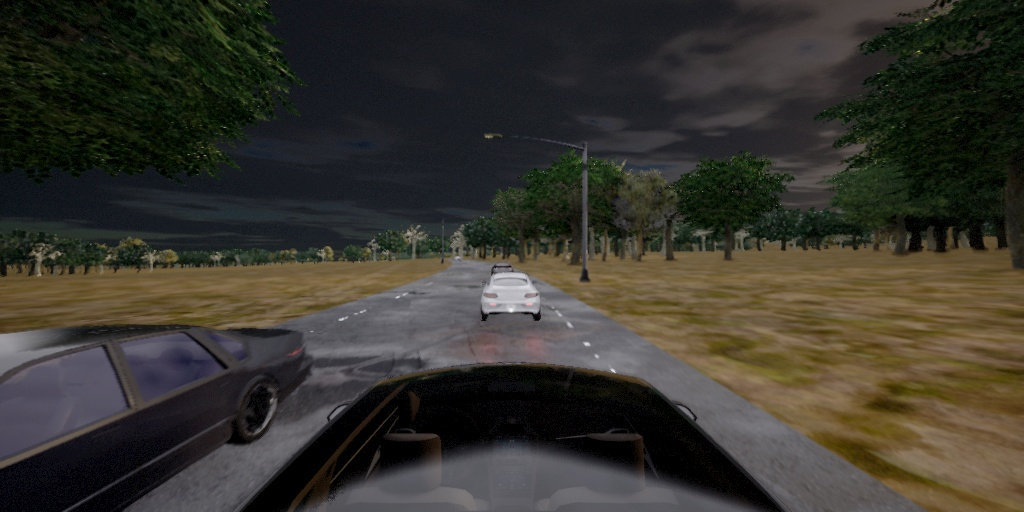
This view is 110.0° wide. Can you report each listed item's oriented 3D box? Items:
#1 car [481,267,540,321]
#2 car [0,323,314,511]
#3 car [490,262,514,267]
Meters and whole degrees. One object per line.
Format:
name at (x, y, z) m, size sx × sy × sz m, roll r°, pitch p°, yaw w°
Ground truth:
car at (-0.081, 1.275, 12.424) m, size 1.812 × 1.442 × 4.674 m, roll 0°, pitch 0°, yaw -1°
car at (-3.620, 1.300, 2.558) m, size 2.033 × 1.411 × 5.357 m, roll 0°, pitch 0°, yaw 0°
car at (-0.882, 1.220, 31.269) m, size 2.128 × 1.511 × 4.902 m, roll 0°, pitch 0°, yaw -4°
